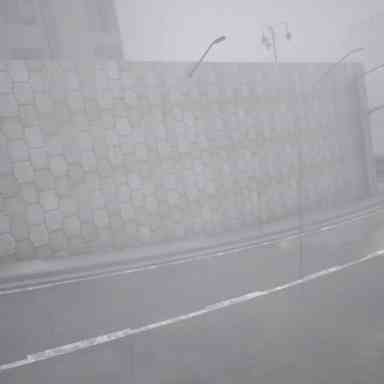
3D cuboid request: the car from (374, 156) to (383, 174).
[{"bbox_3d":[17.112,-2.444,29.763,2.097,1.767,4.553,-15,9,-34],"label":"car"}]
